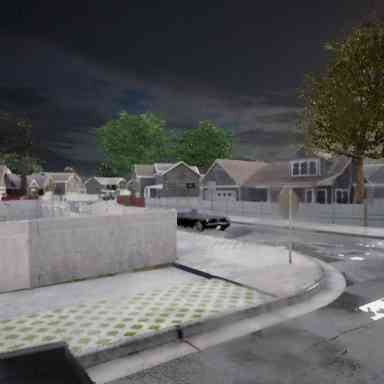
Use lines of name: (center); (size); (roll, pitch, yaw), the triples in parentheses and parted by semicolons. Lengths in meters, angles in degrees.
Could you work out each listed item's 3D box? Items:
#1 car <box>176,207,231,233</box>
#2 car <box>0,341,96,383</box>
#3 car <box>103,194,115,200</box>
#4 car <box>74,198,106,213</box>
car: (0.164, 1.588, 19.723); (1.895, 1.301, 4.718); (0, 0, -36)
car: (-2.571, 1.601, 1.112); (4.718, 1.301, 1.895); (0, 0, -36)
car: (-22.295, 1.397, 89.519); (2.097, 1.767, 4.553); (0, 0, 7)
car: (-11.197, 1.581, 35.925); (1.895, 1.301, 4.718); (0, 0, -33)
